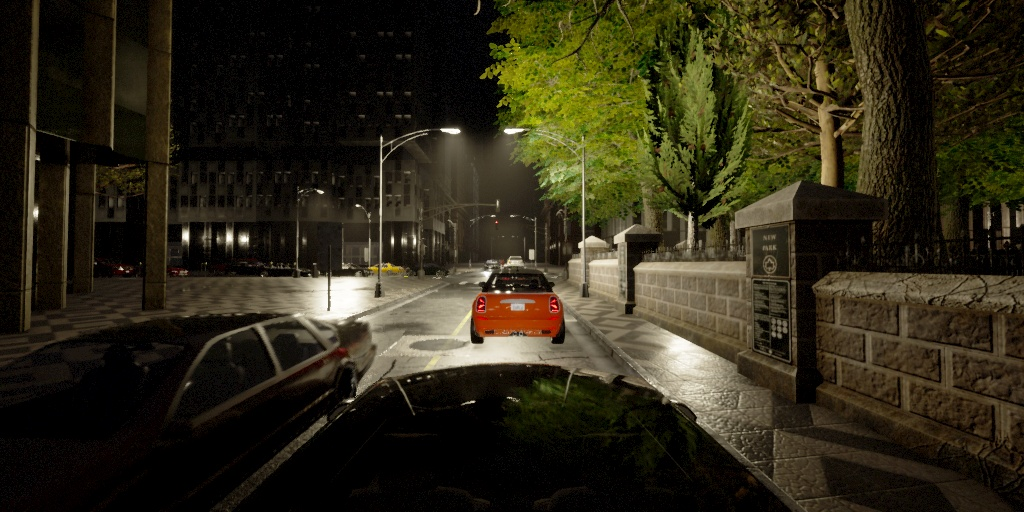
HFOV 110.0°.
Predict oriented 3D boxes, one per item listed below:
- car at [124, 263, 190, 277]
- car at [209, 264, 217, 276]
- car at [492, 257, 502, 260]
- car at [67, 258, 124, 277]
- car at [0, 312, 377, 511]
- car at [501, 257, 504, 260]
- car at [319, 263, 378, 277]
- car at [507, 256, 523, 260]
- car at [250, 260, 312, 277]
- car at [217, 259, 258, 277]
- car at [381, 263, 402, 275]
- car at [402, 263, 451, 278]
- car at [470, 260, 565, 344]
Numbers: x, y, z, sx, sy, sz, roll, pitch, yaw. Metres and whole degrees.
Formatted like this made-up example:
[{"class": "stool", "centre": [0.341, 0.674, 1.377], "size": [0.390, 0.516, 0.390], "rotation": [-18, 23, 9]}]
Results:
[{"class": "car", "centre": [-31.047, 1.321, 31.700], "size": [4.207, 1.307, 1.802], "rotation": [0, 0, 1]}, {"class": "car", "centre": [-30.969, 1.238, 40.223], "size": [5.009, 1.841, 2.192], "rotation": [0, 0, 1]}, {"class": "car", "centre": [-2.877, 1.326, 50.823], "size": [2.128, 1.511, 4.902], "rotation": [0, 0, 0]}, {"class": "car", "centre": [-36.560, 1.062, 31.755], "size": [5.009, 1.841, 2.192], "rotation": [0, 0, 1]}, {"class": "car", "centre": [-2.997, 1.298, 3.237], "size": [2.033, 1.411, 5.357], "rotation": [0, 0, 0]}, {"class": "car", "centre": [-2.814, 1.370, 61.197], "size": [1.837, 1.490, 4.892], "rotation": [0, 0, 1]}, {"class": "car", "centre": [-14.508, 1.268, 31.535], "size": [4.403, 1.370, 2.007], "rotation": [0, 0, 1]}, {"class": "car", "centre": [0.424, 1.063, 53.379], "size": [2.150, 2.045, 5.566], "rotation": [0, 0, -1]}, {"class": "car", "centre": [-20.021, 1.290, 31.590], "size": [4.313, 1.339, 1.948], "rotation": [0, 0, 1]}, {"class": "car", "centre": [-24.692, 1.279, 34.315], "size": [4.902, 1.511, 2.128], "rotation": [0, -1, 1]}, {"class": "car", "centre": [-14.602, 1.426, 40.059], "size": [4.829, 1.417, 1.751], "rotation": [0, 0, 1]}, {"class": "car", "centre": [-7.871, 1.341, 34.144], "size": [4.181, 1.385, 1.994], "rotation": [0, -1, 0]}, {"class": "car", "centre": [0.129, 1.107, 9.759], "size": [2.097, 1.767, 4.553], "rotation": [0, 0, 0]}]
